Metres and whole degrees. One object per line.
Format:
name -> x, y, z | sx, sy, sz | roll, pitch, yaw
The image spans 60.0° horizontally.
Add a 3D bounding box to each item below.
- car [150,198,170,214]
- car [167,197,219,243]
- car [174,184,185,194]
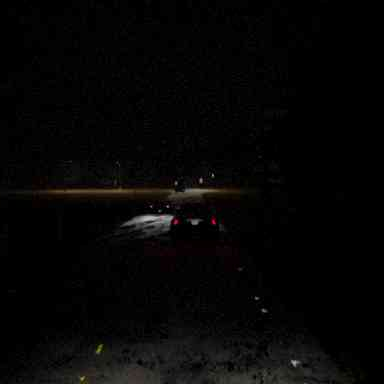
car -> -2.786, 1.292, 30.974 | 1.895, 1.301, 4.718 | 0, 1, 0
car -> 0.128, 1.297, 16.025 | 2.097, 1.767, 4.553 | 0, 1, 0
car -> -2.603, -0.620, 72.360 | 2.150, 2.045, 5.566 | 0, 3, 0
